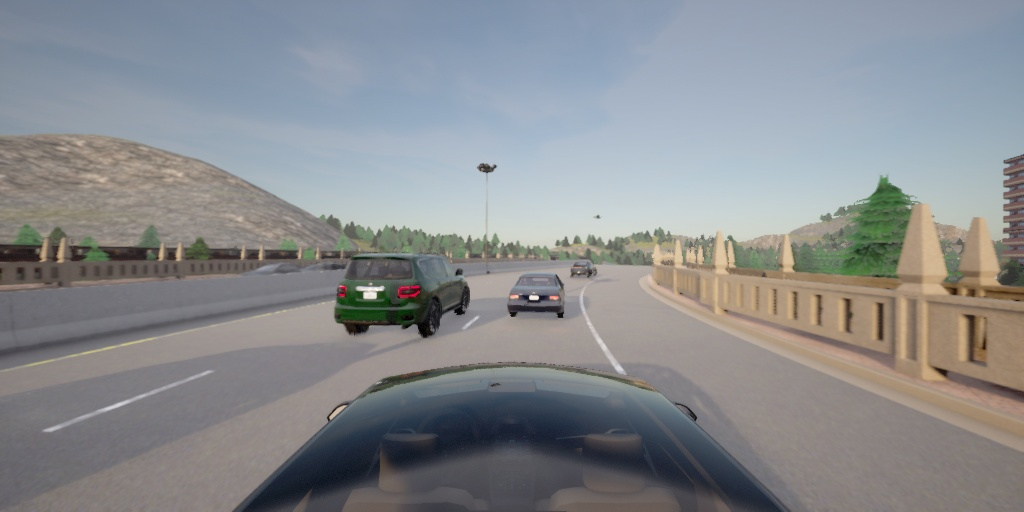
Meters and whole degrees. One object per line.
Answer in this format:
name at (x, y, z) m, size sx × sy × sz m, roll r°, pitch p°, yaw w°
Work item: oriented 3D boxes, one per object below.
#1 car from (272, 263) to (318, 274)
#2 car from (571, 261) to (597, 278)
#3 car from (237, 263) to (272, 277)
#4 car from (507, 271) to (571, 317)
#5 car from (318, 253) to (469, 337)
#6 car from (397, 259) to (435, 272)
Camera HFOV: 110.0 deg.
car at (-11.706, 1.183, 22.074) m, size 1.837 × 1.490 × 4.892 m, roll 0°, pitch -1°, yaw 13°
car at (6.869, 1.245, 34.105) m, size 2.128 × 1.511 × 4.902 m, roll 0°, pitch 0°, yaw 22°
car at (-15.089, 1.185, 22.980) m, size 1.812 × 1.442 × 4.674 m, roll 0°, pitch 0°, yaw 13°
car at (1.020, 1.292, 13.176) m, size 2.033 × 1.411 × 5.357 m, roll 0°, pitch 0°, yaw 8°
car at (-2.813, 0.950, 10.472) m, size 2.150 × 2.045 × 5.566 m, roll 0°, pitch 0°, yaw 6°
car at (-11.785, 1.177, 44.480) m, size 1.837 × 1.490 × 4.892 m, roll 0°, pitch 0°, yaw 24°
